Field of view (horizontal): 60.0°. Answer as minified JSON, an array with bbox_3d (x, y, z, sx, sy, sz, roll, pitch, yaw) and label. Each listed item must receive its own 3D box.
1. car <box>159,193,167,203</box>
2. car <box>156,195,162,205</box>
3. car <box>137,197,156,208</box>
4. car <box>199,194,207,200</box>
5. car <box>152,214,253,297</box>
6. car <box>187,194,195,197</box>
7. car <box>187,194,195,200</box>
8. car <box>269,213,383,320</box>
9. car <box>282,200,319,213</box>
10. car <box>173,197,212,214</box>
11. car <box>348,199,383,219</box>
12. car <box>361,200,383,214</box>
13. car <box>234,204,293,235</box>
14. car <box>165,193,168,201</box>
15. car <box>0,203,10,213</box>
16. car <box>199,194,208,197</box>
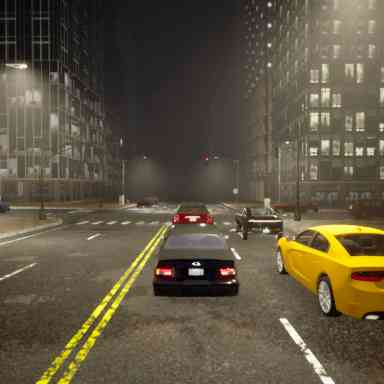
[{"bbox_3d":[-6.777,1.507,67.569,1.994,1.385,4.181,0,0,0],"label":"car"},{"bbox_3d":[-6.794,1.556,57.565,1.895,1.301,4.718,0,0,0],"label":"car"},{"bbox_3d":[-6.784,1.567,48.392,1.895,1.301,4.718,0,0,0],"label":"car"},{"bbox_3d":[2.907,1.295,89.822,1.994,1.385,4.181,0,0,0],"label":"car"},{"bbox_3d":[0.067,1.543,8.733,2.033,1.411,5.357,0,0,0],"label":"car"},{"bbox_3d":[-0.304,1.470,79.775,1.994,1.385,4.181,0,0,0],"label":"car"},{"bbox_3d":[-0.343,1.295,89.810,1.994,1.385,4.181,0,0,0],"label":"car"},{"bbox_3d":[3.323,1.474,7.461,1.882,1.535,5.008,0,0,0],"label":"car"},{"bbox_3d":[10.462,1.541,34.404,5.008,1.535,1.882,0,1,-1],"label":"car"},{"bbox_3d":[0.033,1.342,18.047,2.097,1.767,4.553,0,0,0],"label":"car"},{"bbox_3d":[16.093,1.519,28.665,5.009,1.841,2.192,1,0,1],"label":"car"},{"bbox_3d":[21.670,1.643,36.973,4.829,1.417,1.752,1,0,1],"label":"car"},{"bbox_3d":[3.277,1.482,16.877,2.128,1.511,4.902,0,0,1],"label":"car"},{"bbox_3d":[-6.799,1.153,78.319,2.150,2.045,5.566,0,0,0],"label":"car"},{"bbox_3d":[-20.035,1.317,31.710,5.008,1.535,1.882,1,1,1],"label":"car"},{"bbox_3d":[2.946,1.272,79.756,2.097,1.767,4.553,0,0,0],"label":"car"}]
